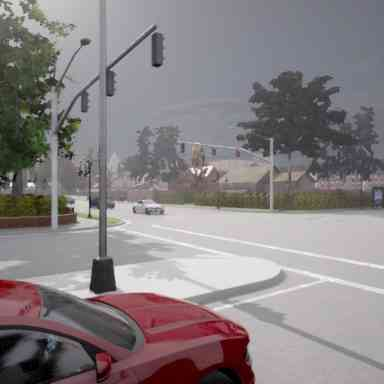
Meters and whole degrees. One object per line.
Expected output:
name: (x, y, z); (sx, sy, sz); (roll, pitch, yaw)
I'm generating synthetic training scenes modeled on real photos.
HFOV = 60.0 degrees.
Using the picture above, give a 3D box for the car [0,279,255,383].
car: (-1.680, 1.478, 2.570); (5.008, 1.535, 1.882); (0, 0, -35)

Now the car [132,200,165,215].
car: (-4.618, 1.522, 34.389); (1.812, 1.442, 4.674); (0, 0, -35)

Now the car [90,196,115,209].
car: (-11.989, 1.348, 44.576); (2.097, 1.767, 4.553); (0, 0, -36)

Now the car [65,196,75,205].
car: (-22.008, 1.503, 58.468); (1.837, 1.490, 4.892); (0, -1, -35)
